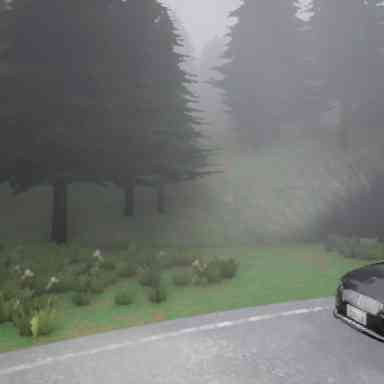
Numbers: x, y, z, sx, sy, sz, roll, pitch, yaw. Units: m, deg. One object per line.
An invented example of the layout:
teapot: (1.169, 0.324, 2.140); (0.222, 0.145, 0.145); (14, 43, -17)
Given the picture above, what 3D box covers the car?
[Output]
car: (4.735, 1.551, 5.453); (4.902, 1.511, 2.128); (1, 0, -16)
